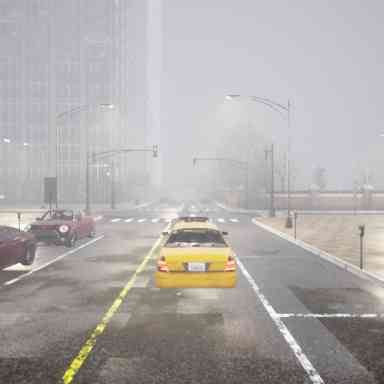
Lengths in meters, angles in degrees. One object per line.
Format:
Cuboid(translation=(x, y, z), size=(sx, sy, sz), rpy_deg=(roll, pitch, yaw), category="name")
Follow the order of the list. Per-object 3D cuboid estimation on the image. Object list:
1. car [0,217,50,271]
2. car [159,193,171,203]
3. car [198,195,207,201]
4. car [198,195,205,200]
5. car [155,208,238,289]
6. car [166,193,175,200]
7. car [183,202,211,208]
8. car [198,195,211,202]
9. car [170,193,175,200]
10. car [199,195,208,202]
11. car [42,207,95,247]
Cuboid(translation=(-5.701, 1.579, 8.924), size=(1.802, 1.307, 4.206), rpy_deg=(0, 0, 0), category="car")
Cuboid(translation=(-5.917, 1.485, 69.140), size=(1.947, 1.339, 4.313), rpy_deg=(0, 0, 0), category="car")
Cuboid(translation=(2.596, 1.448, 80.326), size=(2.008, 1.369, 4.403), rpy_deg=(0, 0, 0), category="car")
Cuboid(translation=(2.583, 1.411, 91.448), size=(1.887, 1.381, 4.507), rpy_deg=(0, 0, 0), category="car")
Cuboid(translation=(0.088, 1.454, 9.127), size=(1.801, 1.575, 5.366), rpy_deg=(0, 0, 0), category="car")
Cuboid(translation=(-5.942, 1.181, 91.382), size=(2.192, 1.841, 5.009), rpy_deg=(0, 0, 0), category="car")
Cuboid(translation=(0.093, 1.535, 19.390), size=(2.033, 1.411, 5.357), rpy_deg=(0, 0, 0), category="car")
Cuboid(translation=(2.676, 1.492, 63.651), size=(1.947, 1.339, 4.313), rpy_deg=(0, 0, 0), category="car")
Cuboid(translation=(-5.936, 1.324, 85.823), size=(1.967, 1.590, 4.097), rpy_deg=(0, 0, 0), category="car")
Cuboid(translation=(2.602, 1.454, 74.766), size=(1.887, 1.381, 4.507), rpy_deg=(0, 0, 0), category="car")
Cuboid(translation=(-5.708, 1.433, 14.617), size=(1.967, 1.590, 4.097), rpy_deg=(0, 0, 0), category="car")
